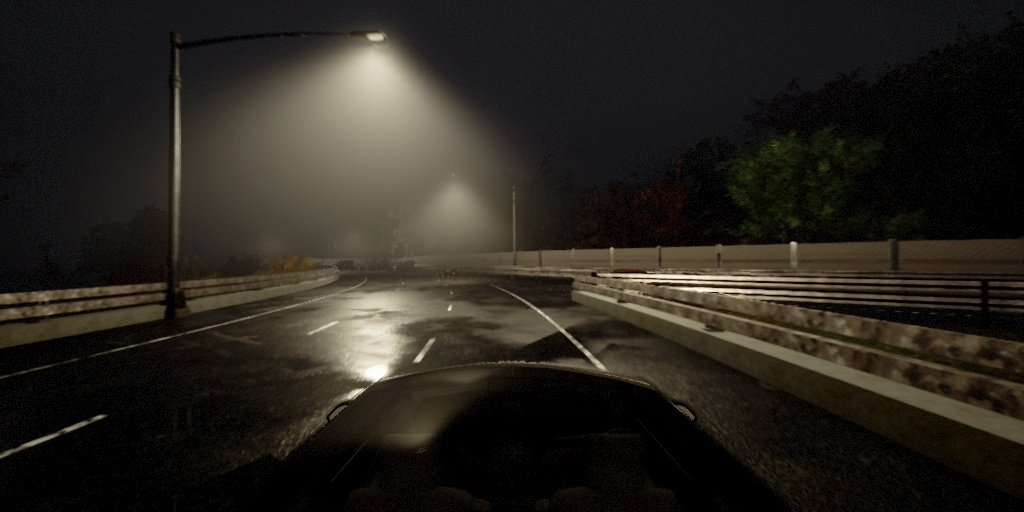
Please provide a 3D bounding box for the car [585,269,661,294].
[{"bbox_3d":[6.757,1.514,22.134,1.812,1.442,4.674,0,-1,-43],"label":"car"}]

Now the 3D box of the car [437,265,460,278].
[{"bbox_3d":[-7.522,1.836,42.336,1.812,1.442,4.674,0,-1,-25],"label":"car"}]
